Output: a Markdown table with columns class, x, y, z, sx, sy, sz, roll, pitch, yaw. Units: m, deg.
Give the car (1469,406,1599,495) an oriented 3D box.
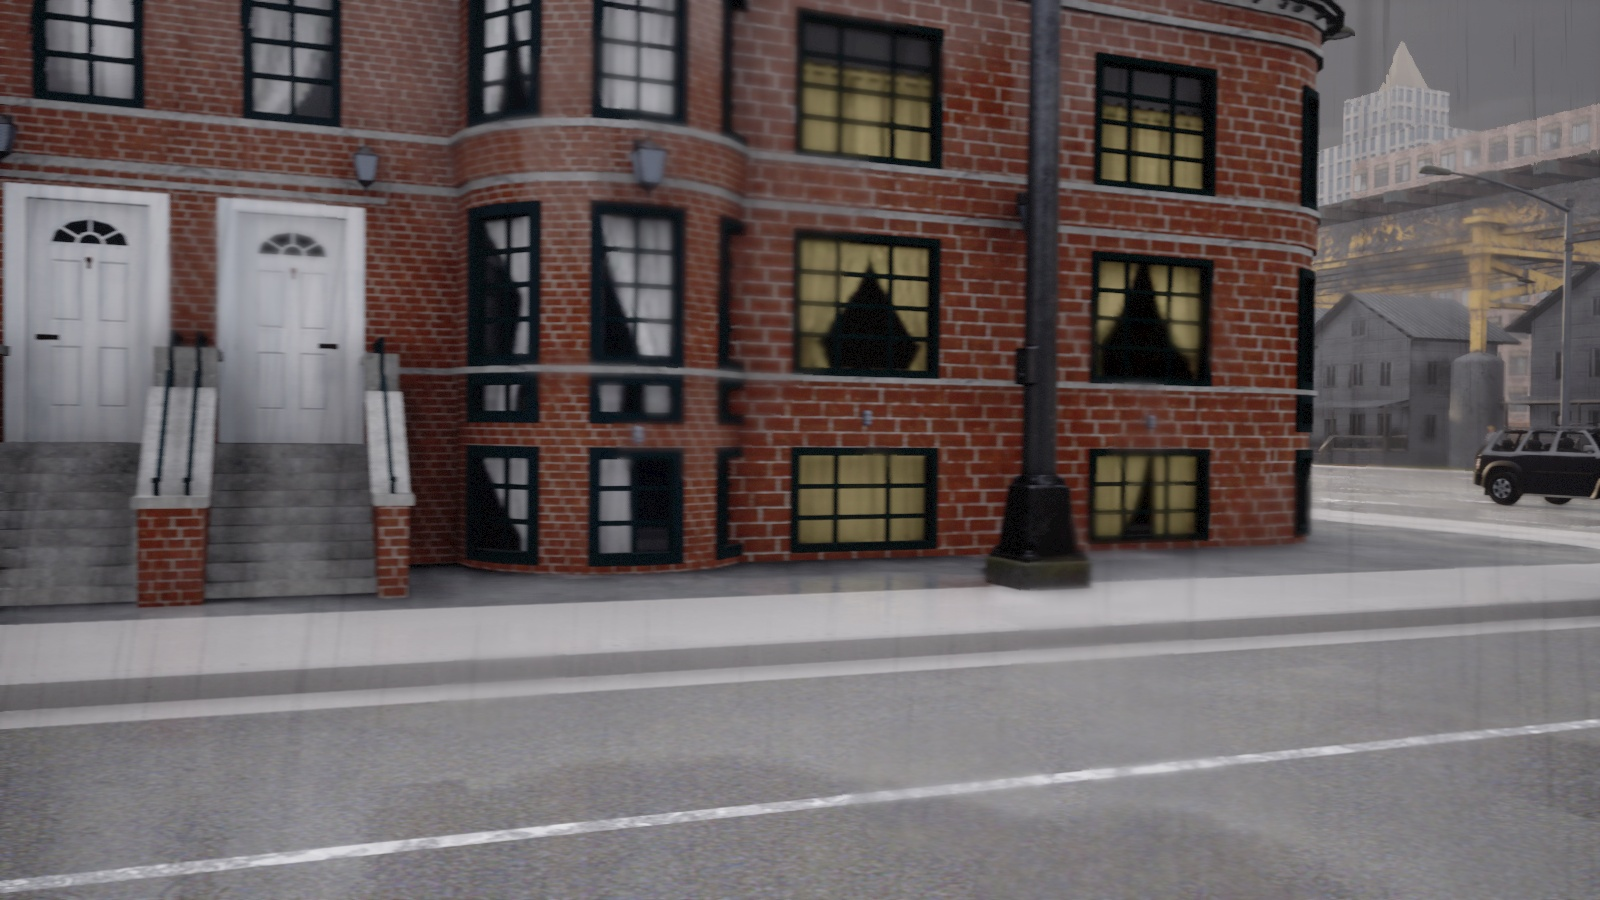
| class | x | y | z | sx | sy | sz | roll | pitch | yaw |
| --- | --- | --- | --- | --- | --- | --- | --- | --- | --- |
| car | 17.233 | -0.016 | 27.331 | 1.932 | 1.855 | 4.605 | -1 | 1 | -20 |
